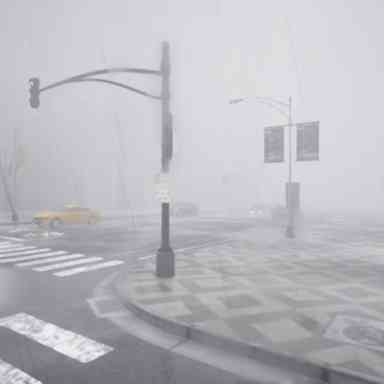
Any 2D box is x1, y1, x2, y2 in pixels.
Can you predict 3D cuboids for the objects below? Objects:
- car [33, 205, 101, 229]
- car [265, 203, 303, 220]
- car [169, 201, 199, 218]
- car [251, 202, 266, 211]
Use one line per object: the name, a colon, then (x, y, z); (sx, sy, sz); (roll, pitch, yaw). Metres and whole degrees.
car: (-8.924, 1.705, 24.080); (1.882, 1.535, 5.008); (0, -1, 34)
car: (9.467, 1.992, 32.848); (2.128, 1.511, 4.902); (0, -1, 35)
car: (-1.159, 1.773, 35.043); (2.097, 1.767, 4.553); (0, -1, 35)
car: (10.822, 2.292, 51.846); (1.994, 1.385, 4.181); (0, -1, 35)
